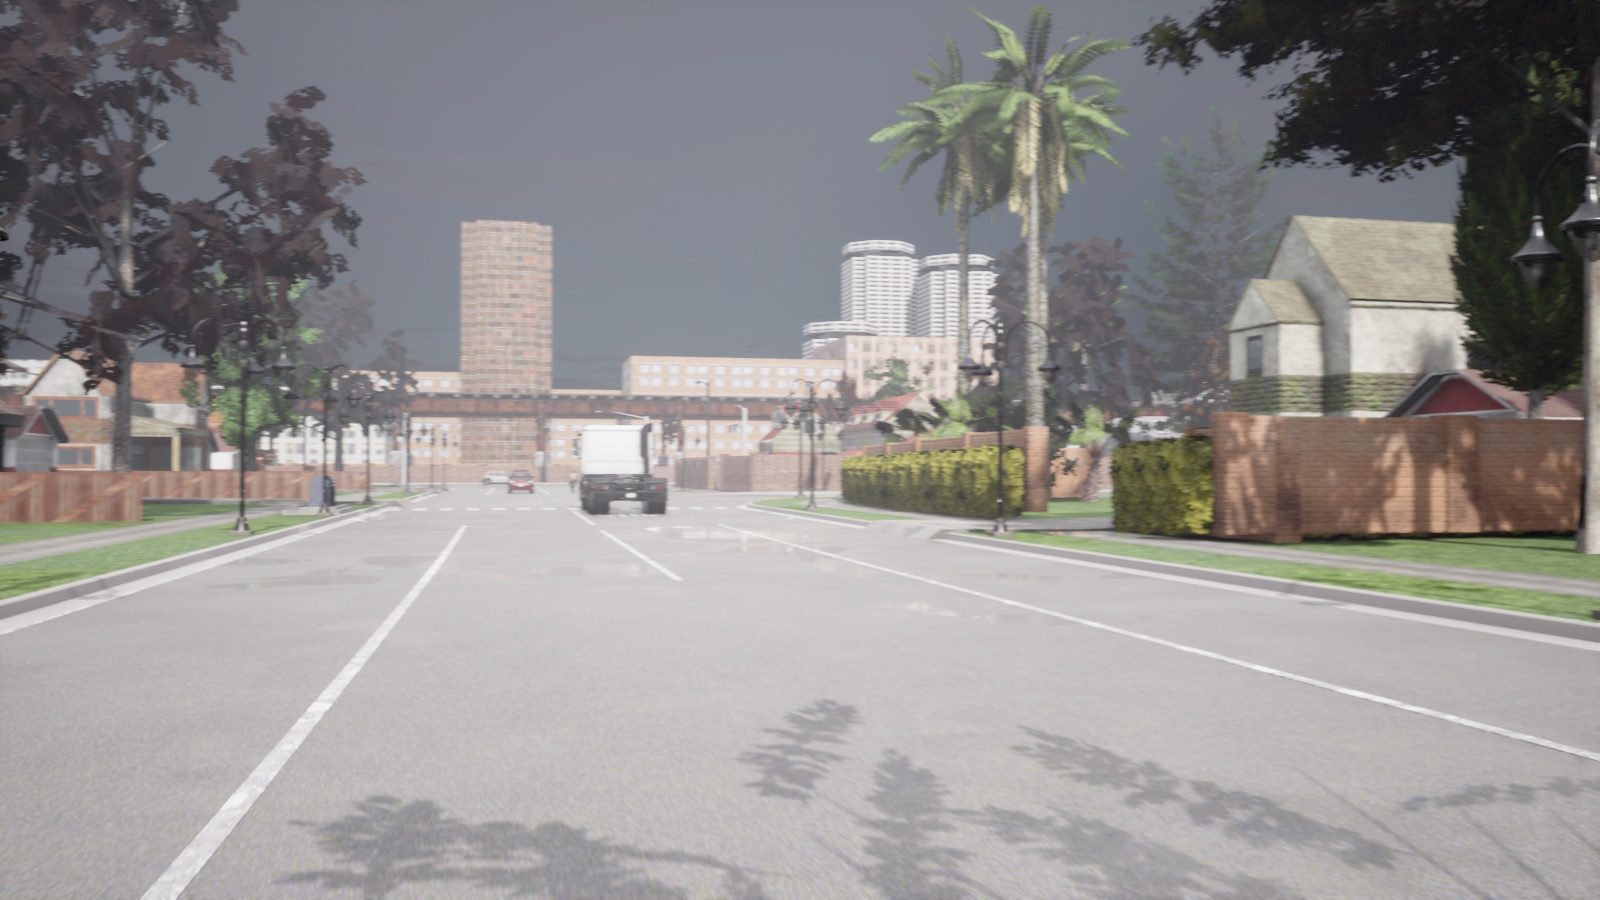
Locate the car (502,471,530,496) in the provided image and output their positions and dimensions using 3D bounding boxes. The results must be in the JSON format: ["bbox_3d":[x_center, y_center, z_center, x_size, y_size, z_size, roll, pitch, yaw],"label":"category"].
[{"bbox_3d":[-19.410,2.277,85.832,1.851,1.617,3.988,0,-1,-13],"label":"car"}]

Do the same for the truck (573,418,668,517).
[{"bbox_3d":[-6.975,0.679,47.763,2.891,3.462,7.936,0,-1,-13],"label":"truck"}]
